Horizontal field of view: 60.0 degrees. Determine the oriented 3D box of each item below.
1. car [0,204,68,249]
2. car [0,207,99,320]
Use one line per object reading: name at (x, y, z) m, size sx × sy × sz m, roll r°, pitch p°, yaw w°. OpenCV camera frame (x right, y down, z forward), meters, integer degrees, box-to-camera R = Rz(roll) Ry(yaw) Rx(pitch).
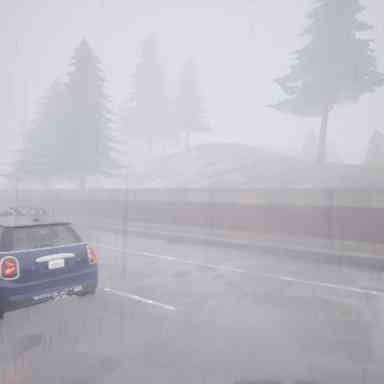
car at (-7.888, 1.426, 15.275) m, size 4.902 × 1.511 × 2.128 m, roll 0°, pitch 0°, yaw 42°
car at (-4.122, 1.319, 7.399) m, size 4.553 × 1.767 × 2.097 m, roll 0°, pitch 0°, yaw 39°
